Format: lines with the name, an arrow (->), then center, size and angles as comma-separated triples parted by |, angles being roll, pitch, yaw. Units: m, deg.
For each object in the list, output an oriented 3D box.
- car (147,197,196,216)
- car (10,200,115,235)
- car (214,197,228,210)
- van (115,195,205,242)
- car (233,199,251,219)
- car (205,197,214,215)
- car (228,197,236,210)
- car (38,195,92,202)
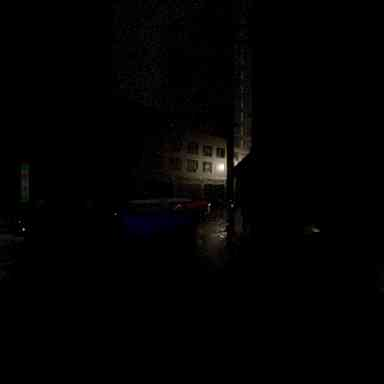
car -> -1.758, 1.215, 29.516 | 1.887, 1.381, 4.507 | 1, 2, 36
car -> -6.562, 1.384, 18.214 | 2.033, 1.411, 5.357 | 0, 1, 36
car -> 1.502, 1.167, 34.082 | 1.947, 1.339, 4.313 | 1, 2, 36
van -> -1.336, 1.208, 15.430 | 1.690, 1.788, 3.998 | 1, 1, 36
car -> 5.180, 1.280, 24.563 | 2.008, 1.369, 4.403 | 1, 1, 36
car -> -0.578, 1.062, 26.595 | 2.097, 1.767, 4.553 | 0, 1, 36
car -> 5.424, 1.073, 34.988 | 2.128, 1.511, 4.902 | 0, 1, 36
car -> -8.274, 1.123, 20.382 | 2.192, 1.841, 5.009 | 1, 1, 36
